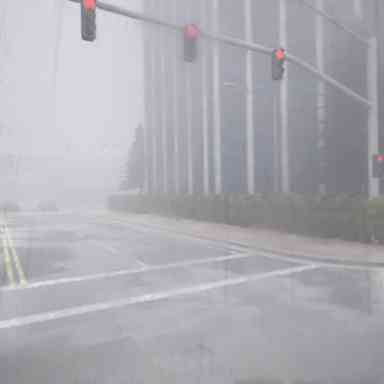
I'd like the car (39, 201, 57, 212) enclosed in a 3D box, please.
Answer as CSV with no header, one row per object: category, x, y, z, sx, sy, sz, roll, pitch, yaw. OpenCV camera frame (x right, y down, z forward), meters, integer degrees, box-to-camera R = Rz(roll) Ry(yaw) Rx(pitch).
car,-19.097,1.849,44.042,2.033,1.411,5.357,-1,1,-30

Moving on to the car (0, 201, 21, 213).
car,-23.852,1.921,43.233,1.994,1.385,4.181,-1,0,-45

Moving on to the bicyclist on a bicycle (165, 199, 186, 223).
bicyclist on a bicycle,-1.139,1.317,22.897,1.656,1.620,0.582,-1,0,-30
